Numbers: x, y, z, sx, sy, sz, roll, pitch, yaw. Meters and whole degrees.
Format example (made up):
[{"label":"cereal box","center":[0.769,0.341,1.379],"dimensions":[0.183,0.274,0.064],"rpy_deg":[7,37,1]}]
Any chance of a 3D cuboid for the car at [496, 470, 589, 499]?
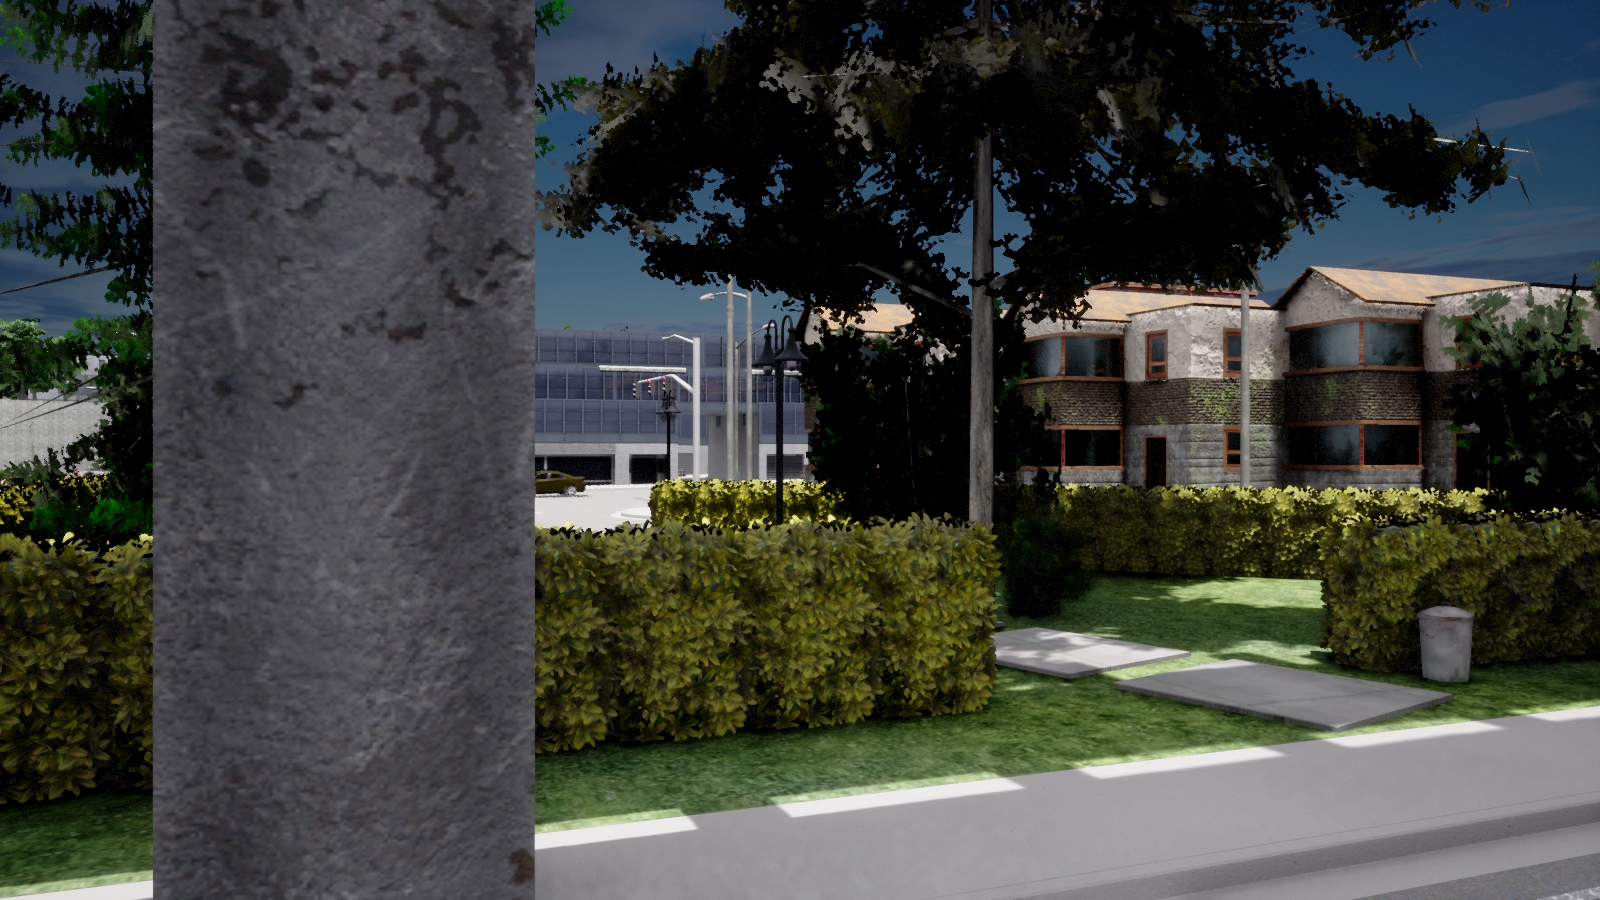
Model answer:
[{"label":"car","center":[-14.992,1.971,66.446],"dimensions":[5.006,1.535,2.097],"rpy_deg":[0,0,-21]}]
